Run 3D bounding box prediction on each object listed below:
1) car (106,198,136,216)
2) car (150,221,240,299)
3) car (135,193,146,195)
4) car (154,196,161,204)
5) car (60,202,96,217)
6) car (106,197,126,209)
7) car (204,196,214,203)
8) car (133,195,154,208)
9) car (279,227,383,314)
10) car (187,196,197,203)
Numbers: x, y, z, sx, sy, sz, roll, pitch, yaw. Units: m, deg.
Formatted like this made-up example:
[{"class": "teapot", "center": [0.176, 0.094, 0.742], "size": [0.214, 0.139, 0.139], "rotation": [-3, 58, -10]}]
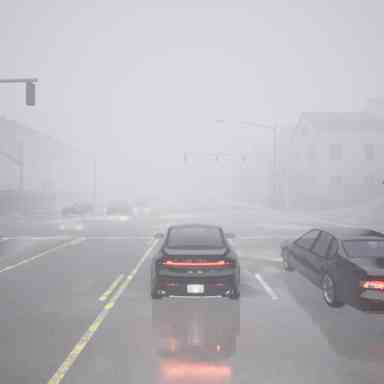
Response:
[{"class": "car", "center": [-7.090, 1.565, 32.698], "size": [1.994, 1.385, 4.181], "rotation": [0, 0, 0]}, {"class": "car", "center": [0.078, 1.505, 8.448], "size": [1.837, 1.490, 4.892], "rotation": [0, 0, 0]}, {"class": "car", "center": [-10.487, 1.223, 67.316], "size": [2.150, 2.045, 5.566], "rotation": [0, 0, 0]}, {"class": "car", "center": [-7.024, 1.477, 64.368], "size": [1.882, 1.535, 5.008], "rotation": [0, 0, 0]}, {"class": "car", "center": [-10.592, 1.601, 31.115], "size": [1.895, 1.301, 4.718], "rotation": [0, 0, 0]}, {"class": "car", "center": [-10.585, 1.526, 46.695], "size": [1.812, 1.442, 4.674], "rotation": [0, 0, 0]}, {"class": "car", "center": [3.517, 1.545, 69.213], "size": [2.033, 1.411, 5.357], "rotation": [0, 0, 0]}, {"class": "car", "center": [-7.084, 1.504, 47.895], "size": [1.837, 1.490, 4.892], "rotation": [0, 0, 0]}, {"class": "car", "center": [3.577, 1.547, 7.871], "size": [2.033, 1.411, 5.357], "rotation": [0, 0, 0]}, {"class": "car", "center": [0.019, 1.547, 69.214], "size": [2.033, 1.411, 5.357], "rotation": [0, 0, 0]}]
